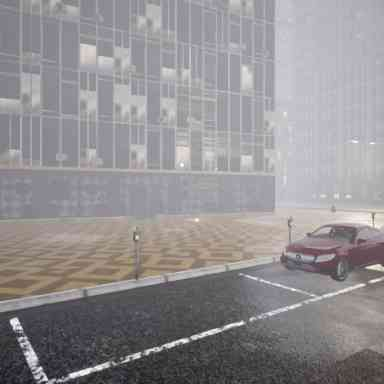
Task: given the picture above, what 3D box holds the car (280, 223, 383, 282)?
[{"bbox_3d":[4.404,1.579,9.712,4.206,1.307,1.802,0,0,-36],"label":"car"}]
